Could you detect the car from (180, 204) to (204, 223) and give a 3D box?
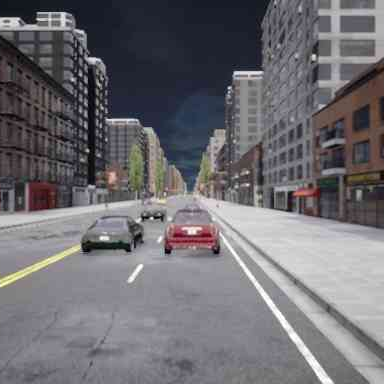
[{"bbox_3d":[0.013,1.835,29.286,1.994,1.385,4.181,0,0,0],"label":"car"}]

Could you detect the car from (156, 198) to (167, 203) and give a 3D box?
[{"bbox_3d":[-6.479,2.109,70.985,1.882,1.535,5.008,0,0,0],"label":"car"}]

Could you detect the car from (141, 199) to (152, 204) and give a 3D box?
[{"bbox_3d":[-9.729,2.157,70.985,2.128,1.511,4.902,0,0,0],"label":"car"}]

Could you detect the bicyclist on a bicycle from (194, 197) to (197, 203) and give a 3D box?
[{"bbox_3d":[0.922,2.228,89.472,0.582,1.620,1.656,0,-1,0],"label":"bicyclist on a bicycle"}]

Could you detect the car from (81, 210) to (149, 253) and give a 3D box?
[{"bbox_3d":[-3.242,1.698,14.310,1.994,1.385,4.181,0,0,0],"label":"car"}]

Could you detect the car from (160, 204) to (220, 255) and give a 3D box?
[{"bbox_3d":[0.006,1.481,14.069,2.097,1.767,4.553,0,-1,0],"label":"car"}]

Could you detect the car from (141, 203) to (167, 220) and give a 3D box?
[{"bbox_3d":[-3.240,1.869,29.110,1.895,1.301,4.718,0,0,0],"label":"car"}]
